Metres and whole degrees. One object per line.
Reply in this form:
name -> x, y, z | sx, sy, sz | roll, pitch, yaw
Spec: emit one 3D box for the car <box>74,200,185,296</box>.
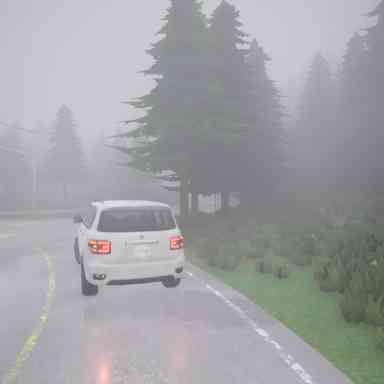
car -> -1.917, 1.221, 9.031 | 2.150, 2.045, 5.566 | 0, 0, -20
